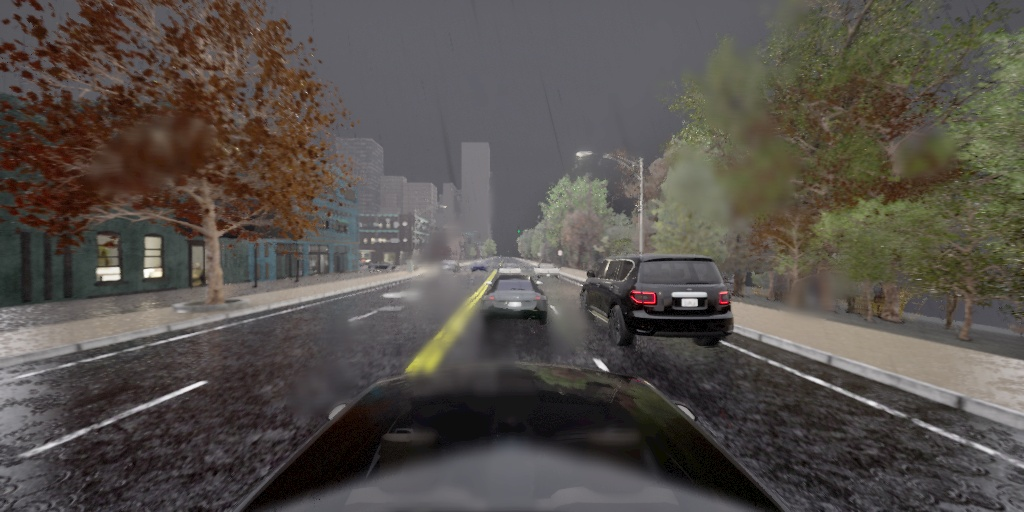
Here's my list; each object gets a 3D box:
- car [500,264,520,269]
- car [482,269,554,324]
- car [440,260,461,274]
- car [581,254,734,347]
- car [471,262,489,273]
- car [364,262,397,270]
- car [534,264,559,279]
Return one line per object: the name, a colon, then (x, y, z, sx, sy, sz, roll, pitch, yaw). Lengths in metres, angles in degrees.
car: (-0.221, 1.347, 32.633, 1.895, 1.301, 4.718, 0, 0, -1)
car: (0.068, 1.312, 11.978, 1.994, 1.385, 4.181, 0, 0, 0)
car: (-7.027, 1.240, 41.108, 2.128, 1.511, 4.902, 0, 0, -1)
car: (3.339, 0.970, 9.444, 2.150, 2.045, 5.566, 0, 0, 0)
car: (-3.795, 1.348, 42.666, 1.895, 1.301, 4.718, 0, 0, 0)
car: (-20.669, 1.566, 57.263, 4.313, 1.339, 1.948, 0, 0, -1)
car: (3.030, 1.347, 32.613, 1.895, 1.301, 4.718, 0, 0, -1)
